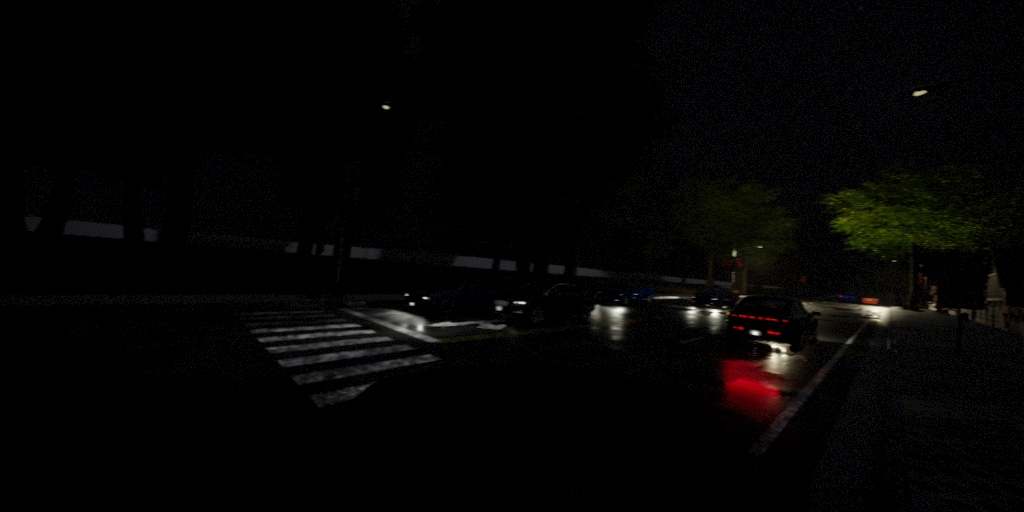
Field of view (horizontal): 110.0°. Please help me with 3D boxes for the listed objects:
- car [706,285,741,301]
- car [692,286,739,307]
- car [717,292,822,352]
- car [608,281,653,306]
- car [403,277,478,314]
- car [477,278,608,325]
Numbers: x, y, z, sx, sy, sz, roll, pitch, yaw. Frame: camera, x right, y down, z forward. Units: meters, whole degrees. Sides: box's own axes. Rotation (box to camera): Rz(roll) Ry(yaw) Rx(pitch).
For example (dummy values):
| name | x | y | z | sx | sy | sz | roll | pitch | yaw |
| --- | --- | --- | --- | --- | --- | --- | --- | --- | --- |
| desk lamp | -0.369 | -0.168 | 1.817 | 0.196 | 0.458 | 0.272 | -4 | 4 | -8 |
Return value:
| name | x | y | z | sx | sy | sz | roll | pitch | yaw |
| --- | --- | --- | --- | --- | --- | --- | --- | --- | --- |
| car | 23.029 | 4.047 | 38.913 | 5.008 | 1.535 | 1.882 | 6 | -4 | -43 |
| car | 15.476 | 3.093 | 27.386 | 5.008 | 1.535 | 1.882 | 6 | -3 | -43 |
| car | 8.677 | 2.105 | 11.859 | 4.892 | 1.490 | 1.837 | 6 | -3 | -43 |
| car | 7.850 | 2.508 | 24.642 | 5.008 | 1.535 | 1.882 | 4 | -2 | -43 |
| car | -1.862 | 1.619 | 15.445 | 5.357 | 1.411 | 2.033 | 6 | -3 | -43 |
| car | 1.342 | 1.706 | 14.000 | 4.902 | 1.511 | 2.128 | 6 | -3 | -43 |
